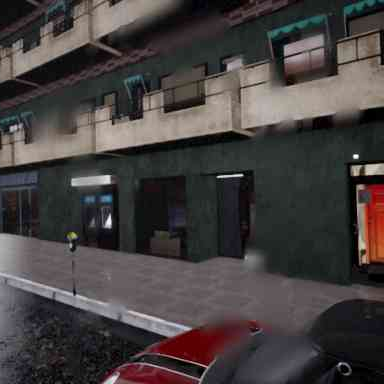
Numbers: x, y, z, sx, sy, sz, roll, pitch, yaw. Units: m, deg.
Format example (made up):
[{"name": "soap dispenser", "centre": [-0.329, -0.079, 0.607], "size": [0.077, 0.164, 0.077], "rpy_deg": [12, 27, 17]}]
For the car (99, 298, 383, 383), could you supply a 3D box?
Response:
[{"name": "car", "centre": [1.116, 1.441, 1.959], "size": [4.097, 1.590, 1.967], "rpy_deg": [0, -2, 36]}]
